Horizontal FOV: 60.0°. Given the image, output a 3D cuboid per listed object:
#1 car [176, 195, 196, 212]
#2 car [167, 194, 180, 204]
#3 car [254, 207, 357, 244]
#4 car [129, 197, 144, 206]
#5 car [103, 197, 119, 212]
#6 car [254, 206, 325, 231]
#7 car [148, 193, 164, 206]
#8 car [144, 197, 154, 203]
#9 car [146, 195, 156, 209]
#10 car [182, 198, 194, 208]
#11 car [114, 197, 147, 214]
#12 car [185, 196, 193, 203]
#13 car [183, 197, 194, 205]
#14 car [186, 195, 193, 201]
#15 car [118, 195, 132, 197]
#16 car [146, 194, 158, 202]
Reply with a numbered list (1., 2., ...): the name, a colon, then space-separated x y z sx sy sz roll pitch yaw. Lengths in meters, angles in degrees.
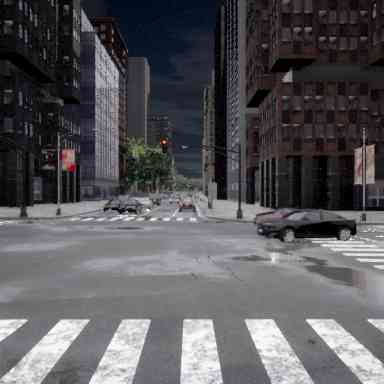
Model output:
1. car: -0.539 1.445 39.008 1.967 1.590 4.097 0 0 0
2. car: -3.423 1.665 65.609 1.895 1.301 4.718 0 0 0
3. car: 5.623 1.582 16.319 5.008 1.535 1.882 1 0 -16
4. car: -9.139 1.565 55.078 1.752 1.417 4.829 0 0 0
5. car: -9.064 1.570 38.971 1.947 1.339 4.313 0 0 0
6. car: 6.156 1.669 21.487 4.181 1.385 1.994 1 0 8
7. car: -6.465 1.263 55.970 2.150 2.045 5.566 0 0 0
8. car: -9.216 1.662 71.526 1.802 1.307 4.206 0 0 0
9. car: -6.427 1.544 45.327 1.812 1.442 4.674 0 0 0
10. car: -0.589 1.610 49.857 1.802 1.307 4.206 0 0 0
11. car: -6.380 1.544 35.101 2.033 1.411 5.357 0 0 0
12. car: -0.692 1.606 71.727 1.752 1.417 4.829 0 0 0
13. car: -0.640 1.597 60.707 1.887 1.381 4.507 0 0 0
14. car: -0.794 1.687 93.257 1.887 1.381 4.507 0 0 0
15. car: -9.090 1.331 44.397 2.192 1.841 5.009 0 0 0
16. car: -9.243 1.410 76.953 2.192 1.841 5.009 0 0 0
